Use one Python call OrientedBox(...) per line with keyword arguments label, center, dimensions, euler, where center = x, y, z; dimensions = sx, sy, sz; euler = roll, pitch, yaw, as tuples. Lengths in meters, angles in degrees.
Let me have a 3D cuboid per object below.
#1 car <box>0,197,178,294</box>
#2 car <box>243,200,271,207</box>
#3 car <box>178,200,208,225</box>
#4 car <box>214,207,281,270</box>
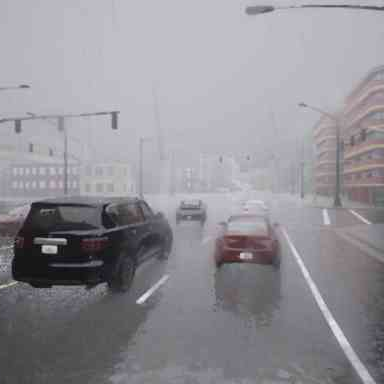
OrientedBox(label="car", center=(-2.132, 1.131, 8.803), dimensions=(2.150, 2.045, 5.566), euler=(0, 1, 11))
OrientedBox(label="car", center=(4.562, 1.279, 23.574), dimensions=(1.812, 1.442, 4.674), euler=(0, 1, 14))
OrientedBox(label="car", center=(0.001, 1.263, 21.880), dimensions=(2.128, 1.511, 4.902), euler=(0, 1, 4))
OrientedBox(label="car", center=(1.801, 1.419, 10.639), dimensions=(1.812, 1.442, 4.674), euler=(0, 1, 11))
